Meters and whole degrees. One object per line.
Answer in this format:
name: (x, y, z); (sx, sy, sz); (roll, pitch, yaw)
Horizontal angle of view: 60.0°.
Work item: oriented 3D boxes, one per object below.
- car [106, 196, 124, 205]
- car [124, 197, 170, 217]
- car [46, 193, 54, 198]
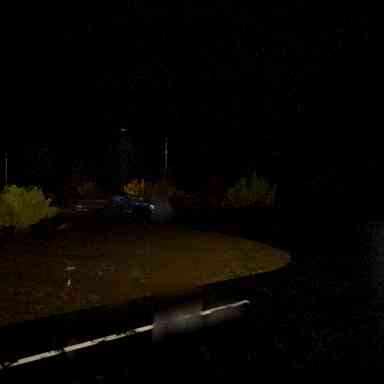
car: (-11.727, 1.310, 51.761); (1.812, 1.442, 4.674); (0, 0, -37)
car: (-3.857, 1.254, 29.809); (2.097, 1.767, 4.553); (0, 0, -37)
car: (-35.887, 1.018, 83.606); (1.882, 1.535, 5.008); (0, 0, -37)
